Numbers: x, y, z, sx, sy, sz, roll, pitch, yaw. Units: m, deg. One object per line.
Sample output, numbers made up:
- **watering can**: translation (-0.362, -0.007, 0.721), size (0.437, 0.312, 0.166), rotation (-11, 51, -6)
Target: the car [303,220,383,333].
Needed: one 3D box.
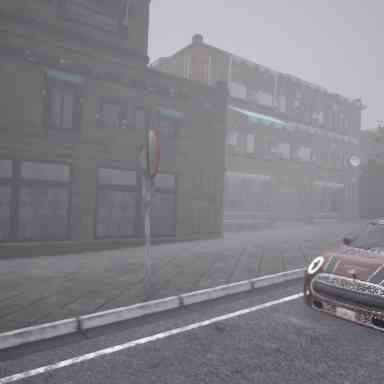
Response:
- **car**: translation (4.281, 1.346, 6.620), size (4.553, 1.767, 2.097), rotation (0, 0, -36)
